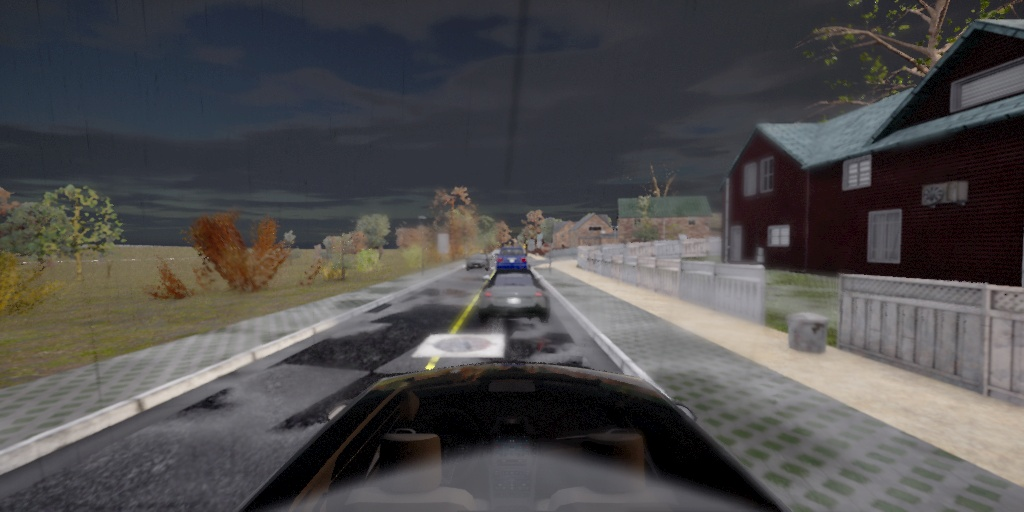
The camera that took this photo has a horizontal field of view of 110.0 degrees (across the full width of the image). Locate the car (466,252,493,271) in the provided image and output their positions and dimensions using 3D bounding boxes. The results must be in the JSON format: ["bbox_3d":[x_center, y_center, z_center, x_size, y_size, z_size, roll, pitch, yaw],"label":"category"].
[{"bbox_3d":[-2.891,0.514,31.511,1.837,1.490,4.892,0,1,0],"label":"car"}]

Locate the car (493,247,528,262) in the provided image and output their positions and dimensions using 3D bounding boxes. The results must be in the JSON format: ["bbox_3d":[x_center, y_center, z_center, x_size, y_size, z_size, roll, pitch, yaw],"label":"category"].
[{"bbox_3d":[-0.016,0.353,26.368,2.150,2.045,5.566,0,1,0],"label":"car"}]

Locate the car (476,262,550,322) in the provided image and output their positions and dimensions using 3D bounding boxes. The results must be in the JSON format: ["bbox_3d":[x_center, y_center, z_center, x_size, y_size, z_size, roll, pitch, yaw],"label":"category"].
[{"bbox_3d":[0.055,1.075,11.176,1.994,1.385,4.181,0,1,0],"label":"car"}]
